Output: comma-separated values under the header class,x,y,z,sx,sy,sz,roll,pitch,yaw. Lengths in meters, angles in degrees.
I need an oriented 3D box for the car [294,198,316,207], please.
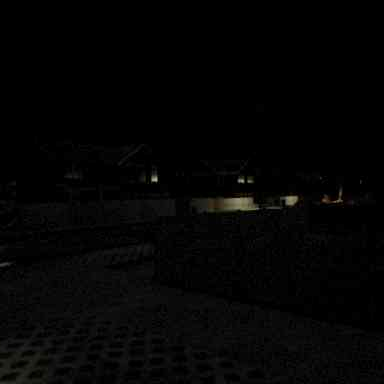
class,x,y,z,sx,sy,sz,roll,pitch,yaw
car,15.564,1.562,45.762,1.994,1.385,4.181,0,0,36
